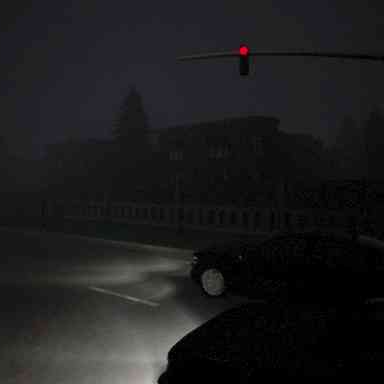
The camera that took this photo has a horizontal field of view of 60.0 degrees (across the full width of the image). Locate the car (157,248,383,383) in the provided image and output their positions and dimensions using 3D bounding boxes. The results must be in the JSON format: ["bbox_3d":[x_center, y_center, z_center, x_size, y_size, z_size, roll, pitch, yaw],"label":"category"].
[{"bbox_3d":[2.288,1.552,2.360,5.357,1.411,2.033,1,0,35],"label":"car"}]

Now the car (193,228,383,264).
[{"bbox_3d":[2.277,1.465,6.667,5.008,1.535,1.882,0,0,35],"label":"car"}]
